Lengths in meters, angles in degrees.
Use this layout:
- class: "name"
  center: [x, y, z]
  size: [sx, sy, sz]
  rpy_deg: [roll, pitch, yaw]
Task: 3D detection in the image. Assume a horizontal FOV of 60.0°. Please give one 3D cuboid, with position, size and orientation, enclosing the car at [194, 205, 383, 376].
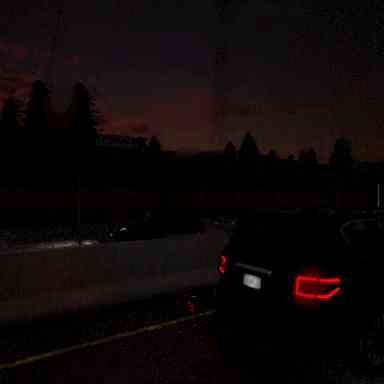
- class: "car"
  center: [2.960, 1.254, 5.856]
  size: [5.566, 2.045, 2.150]
  rpy_deg: [0, 0, -35]

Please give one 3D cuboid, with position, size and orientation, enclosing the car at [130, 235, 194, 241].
- class: "car"
  center: [-1.602, 1.566, 15.745]
  size: [4.674, 1.442, 1.812]
  rpy_deg: [0, 0, -35]
